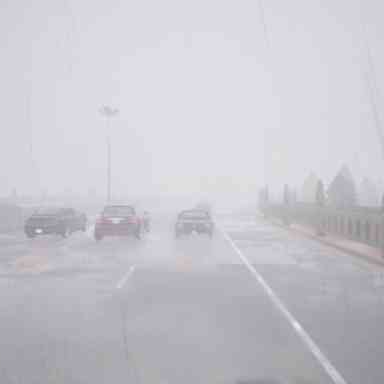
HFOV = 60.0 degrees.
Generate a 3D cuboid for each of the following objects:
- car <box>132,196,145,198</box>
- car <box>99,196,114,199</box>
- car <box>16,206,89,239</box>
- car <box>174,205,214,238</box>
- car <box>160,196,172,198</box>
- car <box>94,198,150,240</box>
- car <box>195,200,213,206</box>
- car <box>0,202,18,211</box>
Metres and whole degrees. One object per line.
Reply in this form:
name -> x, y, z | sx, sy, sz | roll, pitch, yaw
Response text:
car -> -10.036, 1.505, 60.943 | 1.837, 1.490, 4.892 | 0, 0, 22
car -> -14.896, 1.493, 57.867 | 2.128, 1.511, 4.902 | 0, 0, 19
car -> -6.893, 1.506, 17.402 | 1.837, 1.490, 4.892 | 0, 0, 0
car -> 0.108, 1.602, 17.721 | 1.895, 1.301, 4.718 | 0, 0, 0
car -> -5.151, 1.482, 63.579 | 1.882, 1.535, 5.008 | 0, 0, 24
car -> -3.392, 1.353, 17.004 | 2.097, 1.767, 4.553 | 0, 0, 0
car -> 1.223, 1.527, 35.498 | 1.812, 1.442, 4.674 | 0, 0, 8
car -> -13.944, 1.493, 23.533 | 2.128, 1.511, 4.902 | 0, 0, 2
